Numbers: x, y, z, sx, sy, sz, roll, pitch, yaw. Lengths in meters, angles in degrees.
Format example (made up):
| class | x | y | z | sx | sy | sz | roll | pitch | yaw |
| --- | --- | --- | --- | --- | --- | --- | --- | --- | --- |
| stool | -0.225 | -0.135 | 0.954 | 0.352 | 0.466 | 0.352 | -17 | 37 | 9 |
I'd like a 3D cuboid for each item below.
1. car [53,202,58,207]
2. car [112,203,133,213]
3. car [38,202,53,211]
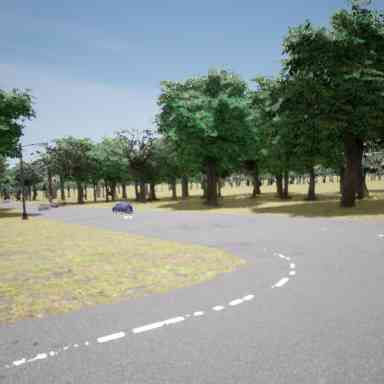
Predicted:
| class | x | y | z | sx | sy | sz | roll | pitch | yaw |
| --- | --- | --- | --- | --- | --- | --- | --- | --- | --- |
| car | -35.813 | 3.305 | 85.100 | 1.994 | 1.385 | 4.181 | -4 | 1 | -36 |
| car | -10.498 | 2.371 | 50.031 | 1.812 | 1.442 | 4.674 | -4 | 1 | -36 |
| car | -31.502 | 3.114 | 70.789 | 2.097 | 1.767 | 4.553 | -4 | 1 | -28 |
